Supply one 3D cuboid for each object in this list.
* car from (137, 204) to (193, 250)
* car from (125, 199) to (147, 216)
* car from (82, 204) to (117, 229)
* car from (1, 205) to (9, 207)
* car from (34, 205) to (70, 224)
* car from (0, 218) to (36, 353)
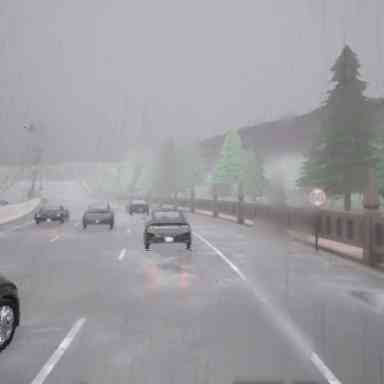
[{"bbox_3d":[-1.120,1.485,14.291,2.128,1.511,4.902,0,0,-7],"label":"car"},{"bbox_3d":[-5.500,1.476,33.135,1.882,1.535,5.008,0,0,-18],"label":"car"},{"bbox_3d":[-6.024,1.502,21.761,2.128,1.511,4.902,0,0,-12],"label":"car"},{"bbox_3d":[-23.356,1.622,40.428,2.033,1.411,5.357,0,0,-22],"label":"car"},{"bbox_3d":[-10.284,1.628,24.787,1.895,1.301,4.718,0,0,-14],"label":"car"},{"bbox_3d":[-3.643,1.366,3.258,2.097,1.767,4.553,0,0,-1],"label":"car"}]
